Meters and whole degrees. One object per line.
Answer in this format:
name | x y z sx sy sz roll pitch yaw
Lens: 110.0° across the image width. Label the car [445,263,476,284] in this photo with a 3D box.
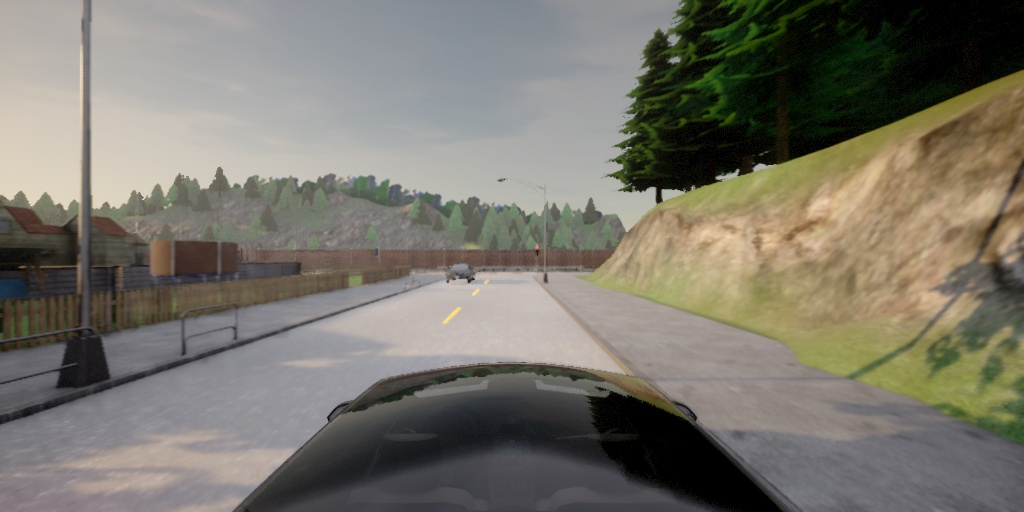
car | -3.989 1.266 28.237 1.812 1.442 4.674 0 0 0
